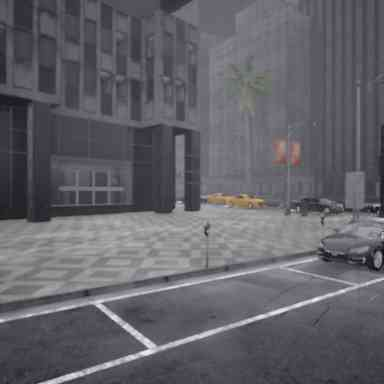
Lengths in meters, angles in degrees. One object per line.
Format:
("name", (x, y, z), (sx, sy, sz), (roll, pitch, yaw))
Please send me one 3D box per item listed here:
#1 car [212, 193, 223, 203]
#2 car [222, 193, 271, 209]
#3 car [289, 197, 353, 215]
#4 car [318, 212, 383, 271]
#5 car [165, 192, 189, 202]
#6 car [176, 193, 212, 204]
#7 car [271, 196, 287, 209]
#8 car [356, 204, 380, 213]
("car", (3.943, 0.892, 45.996), (1.882, 1.535, 5.008), (0, 1, -35))
("car", (6.060, 1.026, 37.392), (1.882, 1.535, 5.008), (0, 1, -35))
("car", (11.353, 1.214, 29.931), (1.837, 1.490, 4.892), (0, 1, -35))
("car", (5.894, 1.556, 10.860), (4.403, 1.369, 2.008), (0, 0, -36))
("car", (-2.472, 0.793, 55.117), (1.994, 1.385, 4.181), (0, 1, -35))
("car", (0.212, 0.976, 45.647), (1.895, 1.301, 4.718), (0, 1, -35))
("car", (9.822, 1.154, 37.709), (1.994, 1.385, 4.181), (0, 1, -35))
("car", (14.911, 1.345, 30.547), (1.895, 1.301, 4.718), (0, 1, -36))
